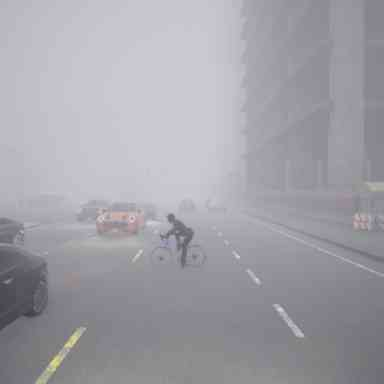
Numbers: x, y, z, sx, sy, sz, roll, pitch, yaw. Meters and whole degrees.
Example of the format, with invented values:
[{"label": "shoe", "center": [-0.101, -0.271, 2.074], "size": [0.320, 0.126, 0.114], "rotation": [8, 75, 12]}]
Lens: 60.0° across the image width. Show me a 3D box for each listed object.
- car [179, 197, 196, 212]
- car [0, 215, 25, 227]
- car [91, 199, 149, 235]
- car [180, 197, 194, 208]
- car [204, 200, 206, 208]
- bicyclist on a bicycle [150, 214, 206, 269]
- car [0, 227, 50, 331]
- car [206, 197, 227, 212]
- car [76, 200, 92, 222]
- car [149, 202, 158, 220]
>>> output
[{"label": "car", "center": [-0.530, 1.567, 38.741], "size": [1.994, 1.385, 4.181], "rotation": [0, 0, -1]}, {"label": "car", "center": [-7.249, 1.493, 10.784], "size": [2.128, 1.511, 4.902], "rotation": [0, 0, -1]}, {"label": "car", "center": [-3.877, 1.353, 18.842], "size": [2.097, 1.767, 4.553], "rotation": [0, 0, -1]}, {"label": "car", "center": [-0.738, 1.481, 48.562], "size": [1.882, 1.535, 5.008], "rotation": [0, 0, 0]}, {"label": "car", "center": [2.811, 1.508, 49.274], "size": [1.837, 1.490, 4.892], "rotation": [0, 0, -1]}, {"label": "bicyclist on a bicycle", "center": [-0.432, 1.456, 9.789], "size": [1.656, 1.620, 0.582], "rotation": [-2, 0, -1]}, {"label": "car", "center": [-3.649, 1.526, 4.760], "size": [1.812, 1.442, 4.674], "rotation": [0, 0, -1]}, {"label": "car", "center": [2.987, 1.528, 39.427], "size": [1.812, 1.442, 4.674], "rotation": [0, 0, 0]}, {"label": "car", "center": [-7.416, 1.354, 26.124], "size": [2.097, 1.767, 4.553], "rotation": [0, 0, -1]}, {"label": "car", "center": [-3.927, 1.566, 27.734], "size": [1.994, 1.385, 4.181], "rotation": [0, 0, -1]}]
